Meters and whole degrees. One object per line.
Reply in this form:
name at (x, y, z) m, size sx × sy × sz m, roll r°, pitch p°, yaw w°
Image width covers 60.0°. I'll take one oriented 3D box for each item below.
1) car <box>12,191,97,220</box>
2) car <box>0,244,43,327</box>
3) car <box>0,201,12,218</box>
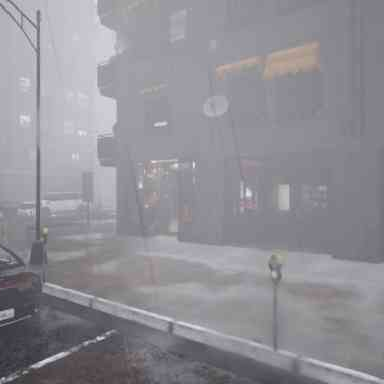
car at (-10.689, 0.987, 26.348) m, size 2.150 × 2.045 × 5.566 m, roll 0°, pitch 1°, yaw 35°
car at (-4.485, 1.551, 6.095) m, size 4.403 × 1.369 × 2.008 m, roll 0°, pitch 0°, yaw 36°
car at (-13.991, 1.348, 26.132) m, size 2.008 × 1.369 × 4.403 m, roll 1°, pitch 1°, yaw 35°
